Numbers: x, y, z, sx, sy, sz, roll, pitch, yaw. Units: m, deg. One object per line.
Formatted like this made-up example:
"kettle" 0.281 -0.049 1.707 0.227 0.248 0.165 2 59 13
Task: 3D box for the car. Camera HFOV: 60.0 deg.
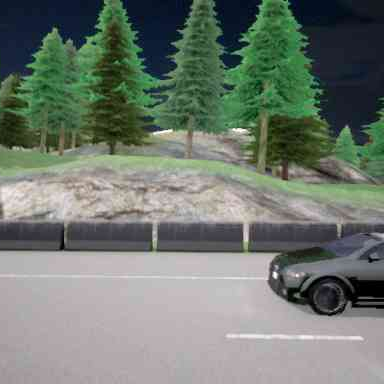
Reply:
"car" 3.756 1.577 6.942 4.181 1.385 1.994 0 0 2
